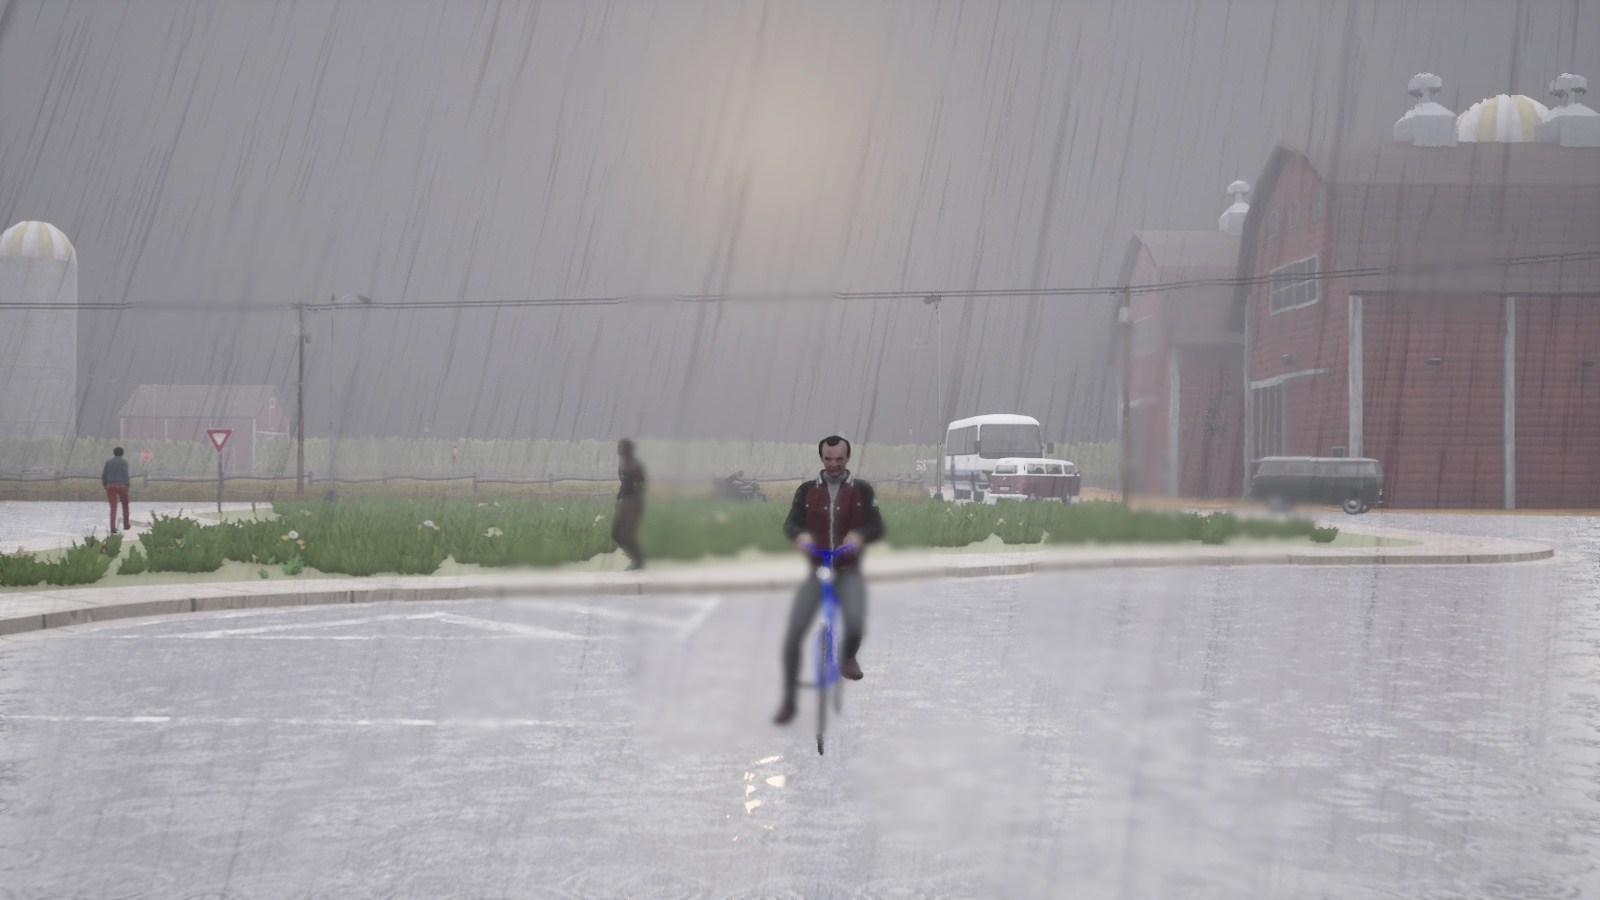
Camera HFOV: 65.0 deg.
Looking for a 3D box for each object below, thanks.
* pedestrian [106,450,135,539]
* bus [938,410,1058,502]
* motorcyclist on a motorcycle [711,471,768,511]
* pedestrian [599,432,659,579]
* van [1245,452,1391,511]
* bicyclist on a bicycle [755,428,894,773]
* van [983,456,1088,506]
[{"bbox_3d":[-14.206,0.919,26.265,0.353,1.847,0.614,0,-1,-11],"label":"pedestrian"},{"bbox_3d":[9.713,0.345,63.049,3.944,4.253,10.273,0,-1,-3],"label":"bus"},{"bbox_3d":[-2.346,1.590,48.809,2.191,1.530,0.866,0,-1,0],"label":"motorcyclist on a motorcycle"},{"bbox_3d":[-2.300,0.730,16.881,0.692,1.930,0.395,0,-1,-35],"label":"pedestrian"},{"bbox_3d":[18.254,1.100,44.322,4.442,1.987,1.775,-1,-1,34],"label":"van"},{"bbox_3d":[0.193,0.793,7.418,0.659,1.776,1.843,0,-1,6],"label":"bicyclist on a bicycle"},{"bbox_3d":[9.987,1.287,53.048,4.480,2.038,2.069,1,-2,-43],"label":"van"}]
